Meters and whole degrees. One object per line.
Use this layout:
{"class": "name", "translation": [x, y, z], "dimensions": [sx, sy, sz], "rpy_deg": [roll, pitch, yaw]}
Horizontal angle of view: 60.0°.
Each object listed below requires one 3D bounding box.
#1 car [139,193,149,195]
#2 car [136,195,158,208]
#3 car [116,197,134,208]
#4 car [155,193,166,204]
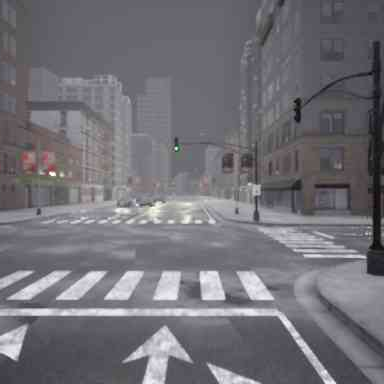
{"class": "car", "translation": [-9.727, 1.284, 66.620], "dimensions": [2.150, 2.045, 5.566], "rpy_deg": [0, 0, 0]}
{"class": "car", "translation": [-6.560, 1.528, 48.699], "dimensions": [1.837, 1.490, 4.892], "rpy_deg": [0, 0, 0]}
{"class": "car", "translation": [-9.808, 1.515, 48.942], "dimensions": [2.128, 1.511, 4.902], "rpy_deg": [0, 0, 0]}
{"class": "car", "translation": [-6.477, 1.300, 66.620], "dimensions": [2.150, 2.045, 5.566], "rpy_deg": [0, 0, 0]}
